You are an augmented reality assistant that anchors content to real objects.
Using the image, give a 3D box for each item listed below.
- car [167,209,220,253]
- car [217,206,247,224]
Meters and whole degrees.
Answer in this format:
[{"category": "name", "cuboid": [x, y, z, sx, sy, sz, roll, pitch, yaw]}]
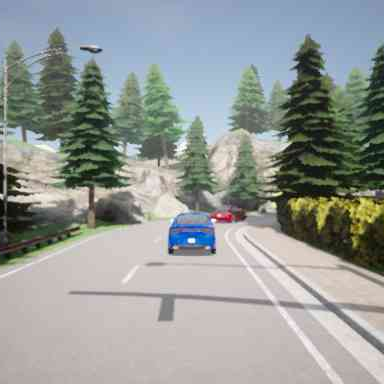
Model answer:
[{"category": "car", "cuboid": [0.038, 1.614, 14.484, 1.882, 1.535, 5.008, 0, 0, 1]}, {"category": "car", "cuboid": [3.134, 1.826, 27.892, 1.994, 1.385, 4.181, 0, -1, 29]}]
